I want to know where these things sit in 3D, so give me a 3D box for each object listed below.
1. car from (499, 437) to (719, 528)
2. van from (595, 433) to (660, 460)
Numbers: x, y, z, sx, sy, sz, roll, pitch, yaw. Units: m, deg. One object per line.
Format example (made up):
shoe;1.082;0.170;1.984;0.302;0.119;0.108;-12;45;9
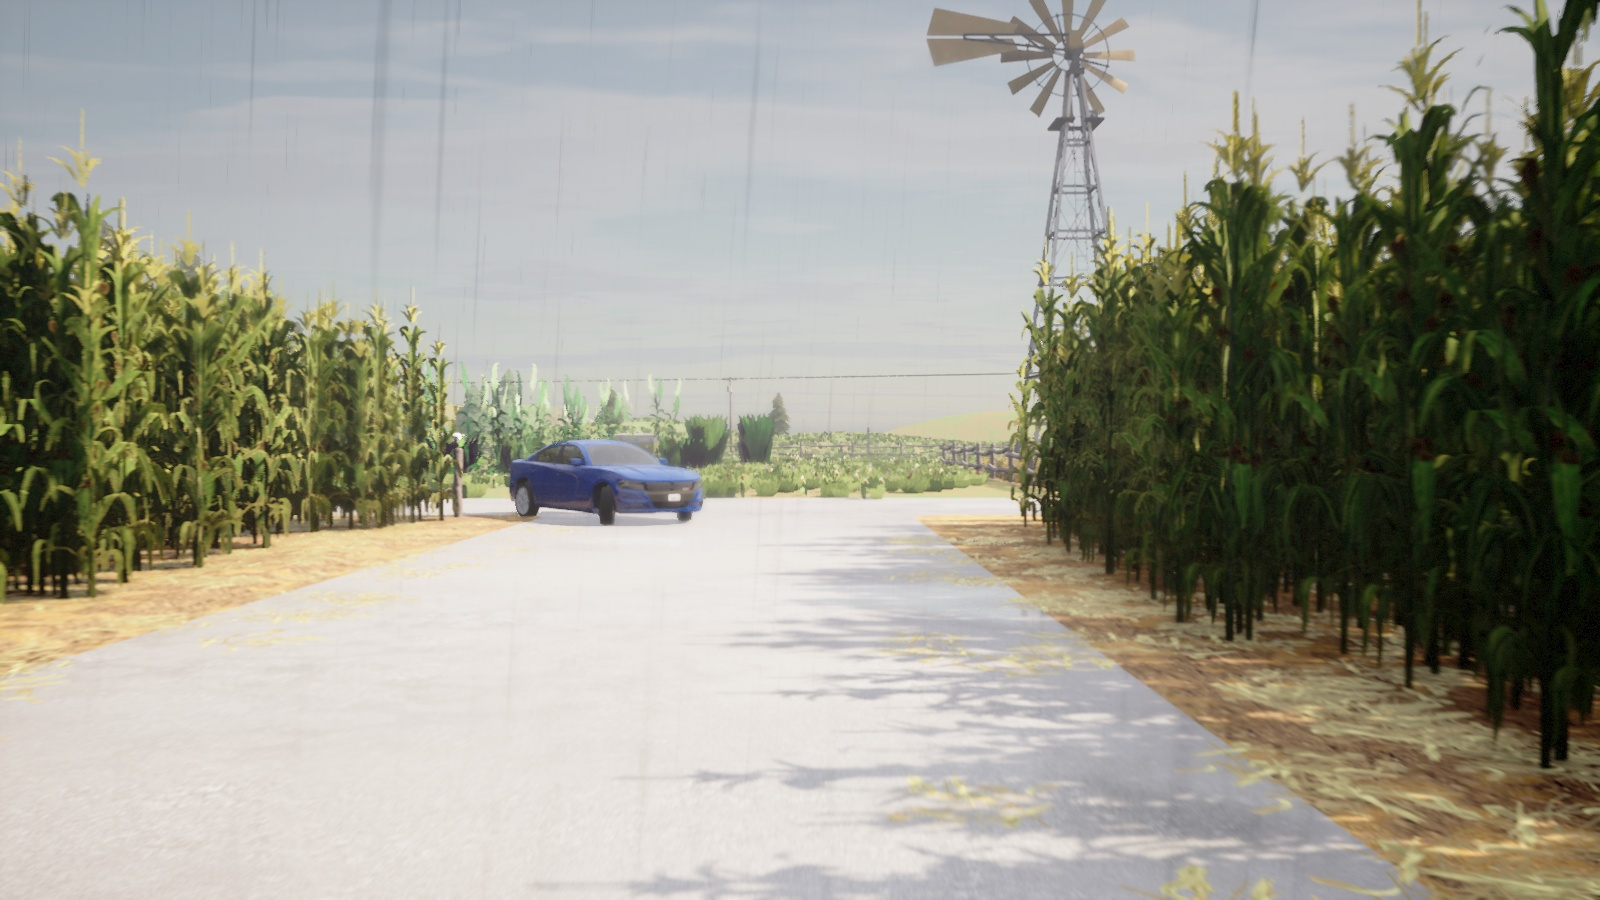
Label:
car;-3.727;0.538;23.715;1.882;1.535;5.008;0;0;-38
van;-12.801;-0.258;93.356;4.442;1.987;1.775;0;0;6
